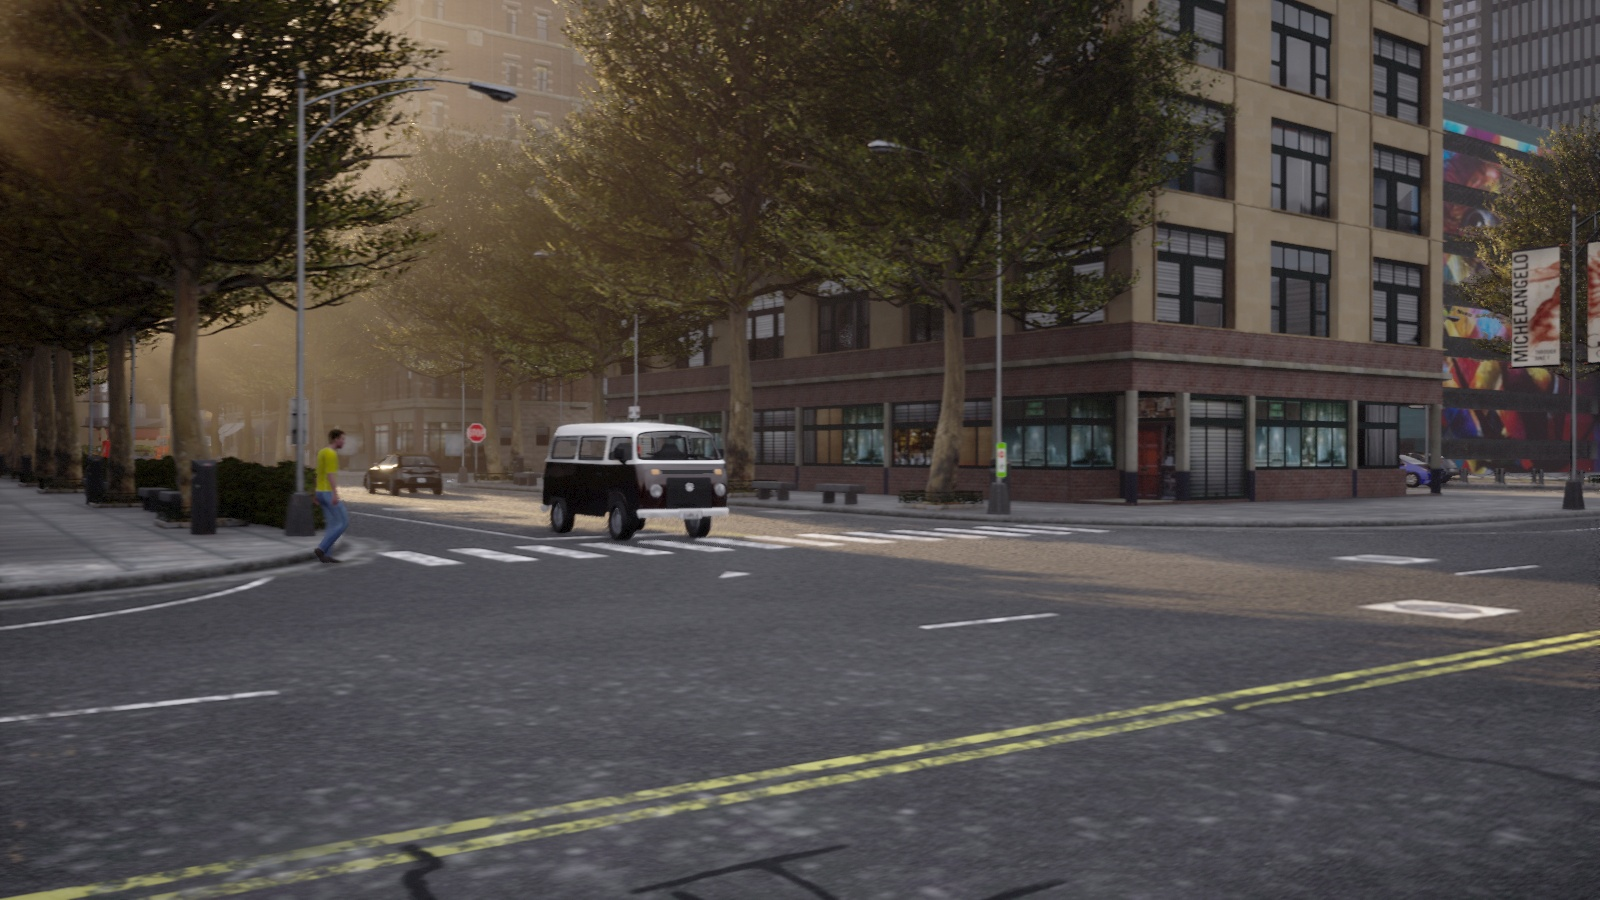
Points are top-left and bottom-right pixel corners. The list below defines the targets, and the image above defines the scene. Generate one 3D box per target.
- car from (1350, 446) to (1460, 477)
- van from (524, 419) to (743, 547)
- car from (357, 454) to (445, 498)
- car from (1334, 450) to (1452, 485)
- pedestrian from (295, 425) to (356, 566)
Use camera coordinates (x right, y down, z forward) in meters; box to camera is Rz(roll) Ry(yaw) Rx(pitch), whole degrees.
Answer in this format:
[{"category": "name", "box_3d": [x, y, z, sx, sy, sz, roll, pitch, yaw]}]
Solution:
[{"category": "car", "box_3d": [33.242, 0.627, 69.103, 2.152, 1.651, 5.027, 0, 0, -35]}, {"category": "van", "box_3d": [-3.075, 0.530, 22.374, 2.069, 2.038, 4.480, 0, 0, -34]}, {"category": "car", "box_3d": [-14.196, 0.897, 44.568, 1.816, 1.474, 4.193, 0, 0, -35]}, {"category": "car", "box_3d": [27.193, 0.779, 57.724, 2.007, 1.525, 4.514, 0, 0, -35]}, {"category": "pedestrian", "box_3d": [-6.302, 0.599, 16.688, 0.706, 1.836, 0.354, 0, 0, -29]}]
